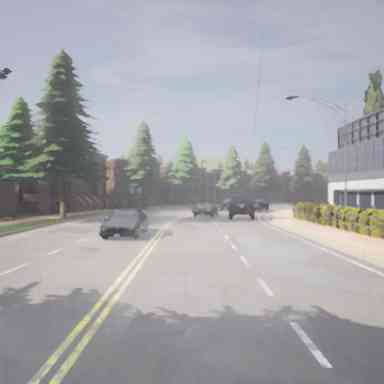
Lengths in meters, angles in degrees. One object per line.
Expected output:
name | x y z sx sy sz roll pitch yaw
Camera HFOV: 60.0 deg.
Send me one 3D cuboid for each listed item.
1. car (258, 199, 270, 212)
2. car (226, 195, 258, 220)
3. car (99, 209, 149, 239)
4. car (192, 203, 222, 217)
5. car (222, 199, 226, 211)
car | 8.108 1.603 40.674 2.128 1.511 4.902 0 0 28
car | 4.409 1.302 29.497 2.150 2.045 5.566 0 0 9
car | -3.509 1.667 18.171 2.033 1.411 5.357 0 0 0
car | 1.377 1.689 31.853 1.895 1.301 4.718 0 0 12
car | 5.099 1.621 42.232 1.837 1.490 4.892 0 0 26
